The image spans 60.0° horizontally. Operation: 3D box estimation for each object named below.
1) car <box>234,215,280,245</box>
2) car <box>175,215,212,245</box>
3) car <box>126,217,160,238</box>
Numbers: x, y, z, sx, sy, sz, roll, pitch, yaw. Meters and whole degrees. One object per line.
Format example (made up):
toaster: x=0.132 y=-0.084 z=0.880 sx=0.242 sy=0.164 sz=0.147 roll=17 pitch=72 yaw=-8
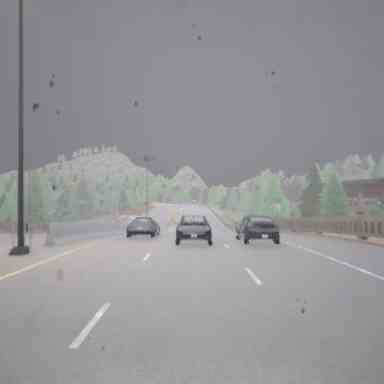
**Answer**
car: x=3.593 y=2.077 z=18.812 sx=1.837 sy=1.490 sz=4.892 roll=0 pitch=-3 yaw=0
car: x=0.093 y=2.054 z=18.555 sx=2.128 sy=1.511 sz=4.902 roll=0 pitch=-4 yaw=0
car: x=-3.409 y=2.518 z=23.883 sx=1.994 sy=1.385 sz=4.181 roll=0 pitch=-5 yaw=0
